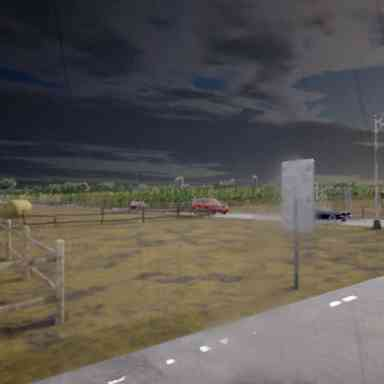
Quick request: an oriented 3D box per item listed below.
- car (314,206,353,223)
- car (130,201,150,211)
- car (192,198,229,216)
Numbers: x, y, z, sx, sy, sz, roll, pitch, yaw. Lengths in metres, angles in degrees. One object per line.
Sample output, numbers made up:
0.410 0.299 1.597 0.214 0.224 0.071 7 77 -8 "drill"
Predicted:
11.230 1.874 28.766 1.895 1.301 4.718 0 -1 -36 "car"
-8.960 2.339 56.945 2.097 1.767 4.553 0 -1 -36 "car"
2.163 1.792 41.346 2.150 2.045 5.566 0 -1 -36 "car"
